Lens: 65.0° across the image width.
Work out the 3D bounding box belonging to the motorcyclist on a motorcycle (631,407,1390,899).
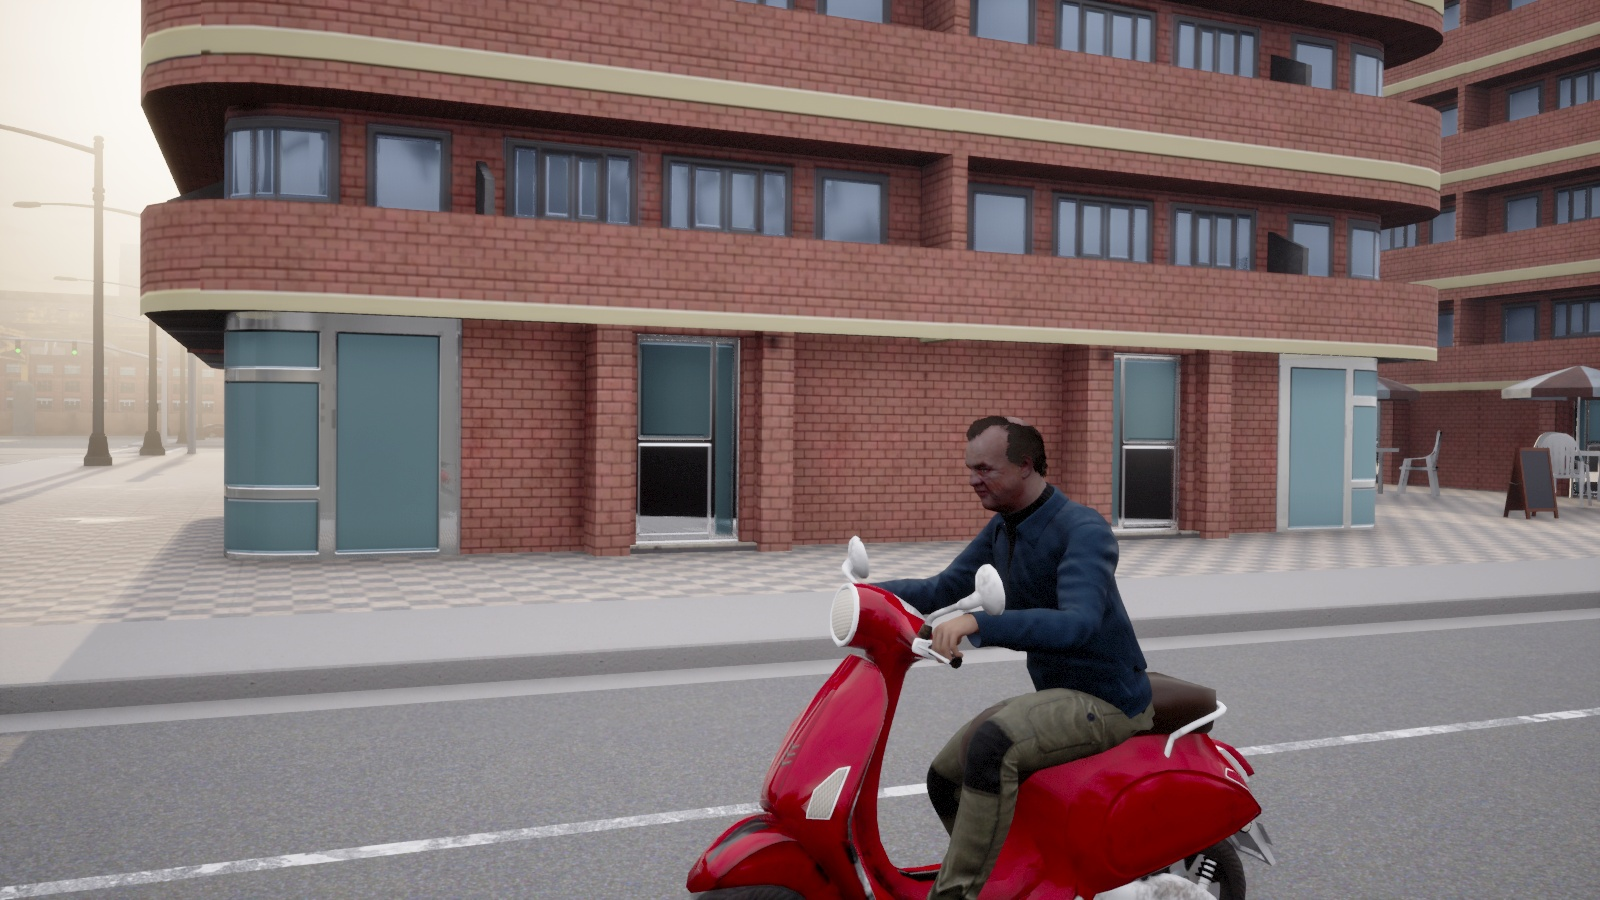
[{"bbox_3d":[0.546,0.691,3.382,1.817,1.590,0.866,-1,1,-21],"label":"motorcyclist on a motorcycle"}]
